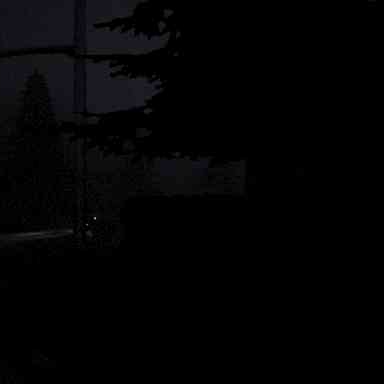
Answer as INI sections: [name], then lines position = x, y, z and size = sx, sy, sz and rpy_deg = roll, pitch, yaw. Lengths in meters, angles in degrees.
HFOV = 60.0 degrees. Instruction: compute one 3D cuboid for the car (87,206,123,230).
[car]
position = -4.909, 1.586, 21.312
size = 1.895, 1.301, 4.718
rpy_deg = 0, 0, 36
